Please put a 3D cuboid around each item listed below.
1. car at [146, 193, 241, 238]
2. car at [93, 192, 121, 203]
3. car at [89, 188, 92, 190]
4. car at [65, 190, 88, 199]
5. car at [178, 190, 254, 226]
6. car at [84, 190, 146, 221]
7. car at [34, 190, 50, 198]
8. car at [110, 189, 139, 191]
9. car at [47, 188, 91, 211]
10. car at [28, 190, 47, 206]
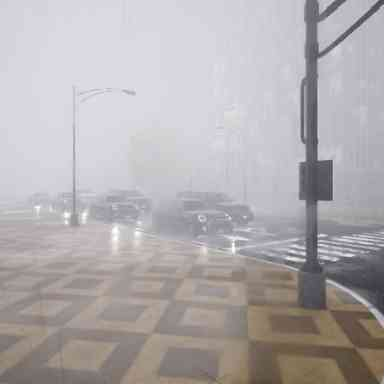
[{"bbox_3d":[-0.088,1.124,16.485,2.097,1.767,4.553,0,1,-38],"label":"car"},{"bbox_3d":[-12.324,0.715,48.069,2.033,1.411,5.357,0,1,-36],"label":"car"},{"bbox_3d":[-12.137,0.558,37.040,2.150,2.045,5.566,0,1,-37],"label":"car"},{"bbox_3d":[-20.169,0.479,58.103,2.033,1.411,5.357,0,1,-40],"label":"car"},{"bbox_3d":[1.103,0.950,20.179,2.150,2.045,5.566,0,1,-40],"label":"car"},{"bbox_3d":[-5.501,0.965,23.329,2.097,1.767,4.553,0,1,-38],"label":"car"},{"bbox_3d":[-28.756,0.281,63.740,1.812,1.442,4.674,0,1,-38],"label":"car"},{"bbox_3d":[-5.519,0.754,28.604,2.150,2.045,5.566,0,1,-38],"label":"car"},{"bbox_3d":[-11.534,0.786,30.993,2.097,1.767,4.553,0,1,-38],"label":"car"},{"bbox_3d":[-17.848,0.771,39.069,1.812,1.442,4.674,0,1,-38],"label":"car"}]
